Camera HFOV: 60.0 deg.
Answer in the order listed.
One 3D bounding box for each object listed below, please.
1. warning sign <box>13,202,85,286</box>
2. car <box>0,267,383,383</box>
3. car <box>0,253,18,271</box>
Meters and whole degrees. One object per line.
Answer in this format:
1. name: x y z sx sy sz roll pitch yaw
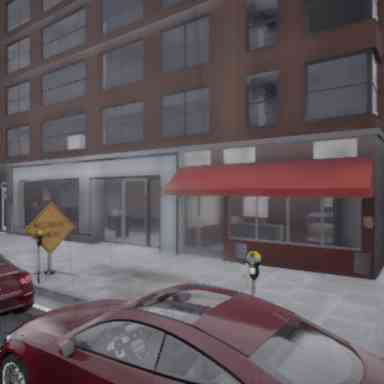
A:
1. warning sign: -3.565 1.188 8.347 1.060 1.860 1.300 0 -1 35
2. car: -0.201 1.600 3.214 4.206 1.307 1.802 -1 0 35
3. car: -4.684 1.653 6.411 4.206 1.307 1.802 -1 0 35
